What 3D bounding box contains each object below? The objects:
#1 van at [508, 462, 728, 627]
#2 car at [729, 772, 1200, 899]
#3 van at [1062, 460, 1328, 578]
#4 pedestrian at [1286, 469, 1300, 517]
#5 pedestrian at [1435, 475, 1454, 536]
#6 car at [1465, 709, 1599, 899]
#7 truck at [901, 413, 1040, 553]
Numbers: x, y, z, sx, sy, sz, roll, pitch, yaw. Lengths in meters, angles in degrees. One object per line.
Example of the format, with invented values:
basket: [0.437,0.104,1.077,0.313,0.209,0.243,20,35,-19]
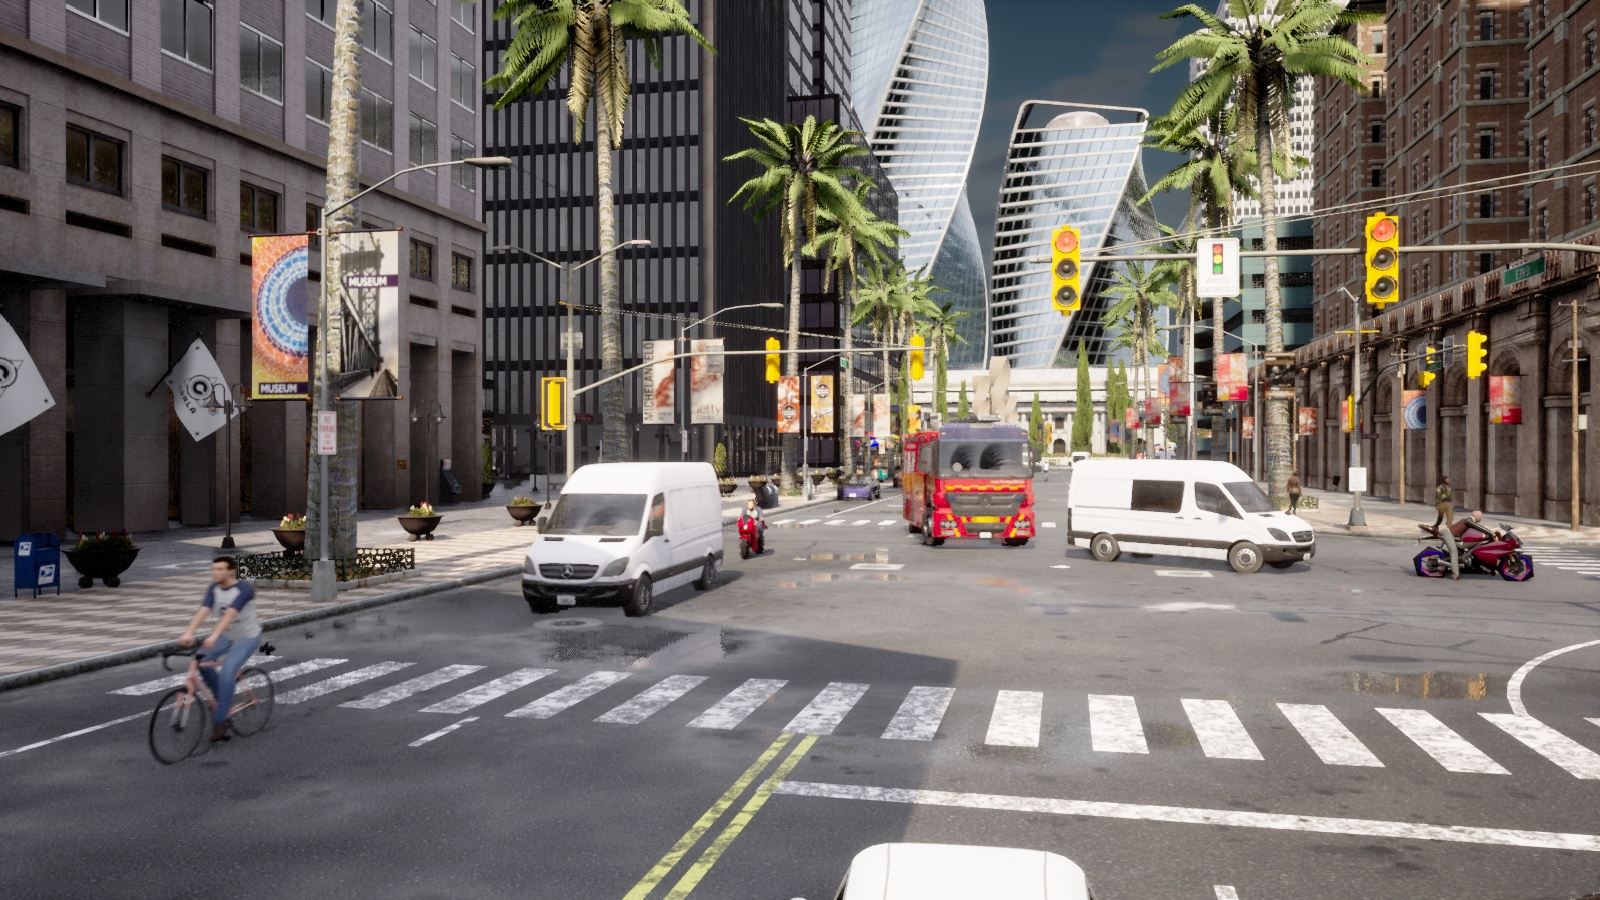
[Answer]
van: [-3.123,1.534,21.220,1.988,2.561,5.915,0,0,13]
car: [0.558,2.120,3.851,1.481,1.376,2.207,0,0,9]
van: [9.497,1.535,27.980,1.988,2.561,5.915,0,0,-42]
pedestrian: [19.373,1.696,44.926,0.375,1.860,0.375,0,0,-40]
pedestrian: [19.906,1.696,35.279,0.375,1.860,0.375,0,0,1]
car: [3.753,1.992,2.523,2.152,1.651,5.027,0,0,7]
truck: [5.018,0.889,35.334,2.891,3.827,8.468,0,0,-1]
